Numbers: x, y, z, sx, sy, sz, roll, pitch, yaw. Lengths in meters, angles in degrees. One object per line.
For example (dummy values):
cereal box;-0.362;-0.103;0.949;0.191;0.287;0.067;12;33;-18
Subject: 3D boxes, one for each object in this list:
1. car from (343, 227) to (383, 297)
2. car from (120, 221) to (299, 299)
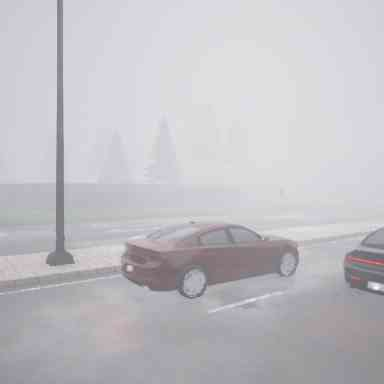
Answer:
car;5.393;1.505;7.594;4.892;1.490;1.837;0;0;-35
car;0.675;1.477;8.529;5.008;1.535;1.882;0;0;-35
